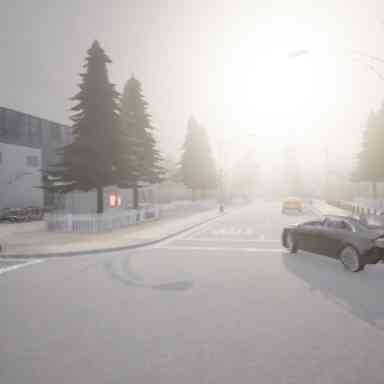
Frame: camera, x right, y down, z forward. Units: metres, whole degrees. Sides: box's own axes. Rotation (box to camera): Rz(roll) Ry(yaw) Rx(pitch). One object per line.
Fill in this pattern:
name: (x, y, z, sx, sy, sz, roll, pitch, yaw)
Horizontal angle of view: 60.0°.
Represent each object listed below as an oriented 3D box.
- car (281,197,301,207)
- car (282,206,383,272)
car: (10.427, 1.269, 34.967, 1.882, 1.535, 5.008, -1, 0, 15)
car: (4.680, 1.384, 10.451, 2.128, 1.511, 4.902, -2, 0, -16)
